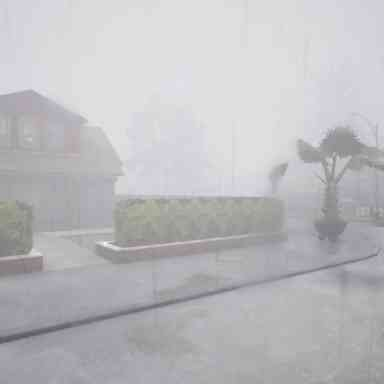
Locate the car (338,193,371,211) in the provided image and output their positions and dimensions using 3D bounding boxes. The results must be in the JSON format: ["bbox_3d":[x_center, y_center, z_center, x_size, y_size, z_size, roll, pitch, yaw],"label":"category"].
[{"bbox_3d":[17.372,1.044,36.191,3.866,1.878,1.905,0,0,0],"label":"car"}]
